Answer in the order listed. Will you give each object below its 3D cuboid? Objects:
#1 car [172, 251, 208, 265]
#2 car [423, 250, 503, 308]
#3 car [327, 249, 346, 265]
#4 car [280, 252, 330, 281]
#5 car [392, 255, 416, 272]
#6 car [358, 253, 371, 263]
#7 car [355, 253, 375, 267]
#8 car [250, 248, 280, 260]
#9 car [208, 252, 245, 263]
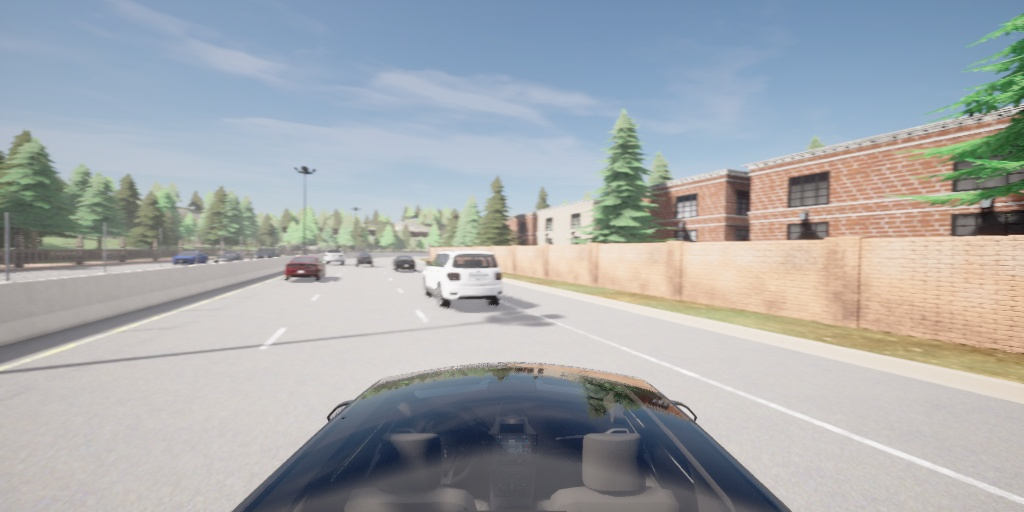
[{"bbox_3d":[-35.182,0.220,39.388,1.882,1.535,5.008,1,1,-22],"label":"car"},{"bbox_3d":[-2.123,0.797,14.360,2.150,2.045,5.566,1,1,-22],"label":"car"},{"bbox_3d":[-22.736,0.072,46.212,2.150,2.045,5.566,1,0,-22],"label":"car"},{"bbox_3d":[-13.459,0.745,23.559,1.882,1.535,5.008,1,1,-22],"label":"car"},{"bbox_3d":[-10.497,0.677,34.791,1.882,1.535,5.008,1,1,-22],"label":"car"},{"bbox_3d":[-23.258,0.255,56.783,1.812,1.442,4.674,1,0,-21],"label":"car"},{"bbox_3d":[-17.480,0.489,42.601,1.837,1.490,4.892,1,0,-22],"label":"car"},{"bbox_3d":[-28.690,0.117,42.013,2.150,2.045,5.566,1,1,-22],"label":"car"},{"bbox_3d":[-31.944,0.273,40.715,2.128,1.511,4.902,1,1,-22],"label":"car"}]
